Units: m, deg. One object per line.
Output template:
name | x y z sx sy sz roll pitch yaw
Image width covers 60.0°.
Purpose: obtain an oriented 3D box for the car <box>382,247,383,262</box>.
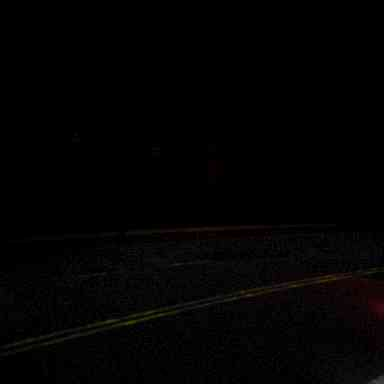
car | 7.737 1.332 9.007 5.566 2.045 2.150 0 0 -24
